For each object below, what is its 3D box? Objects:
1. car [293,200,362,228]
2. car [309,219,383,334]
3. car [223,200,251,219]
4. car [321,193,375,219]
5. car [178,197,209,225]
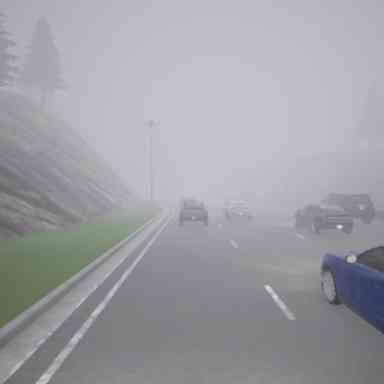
[{"bbox_3d":[7.100,1.397,18.403,1.837,1.490,4.892,0,1,0],"label":"car"},{"bbox_3d":[3.598,1.448,4.899,1.882,1.535,5.008,0,0,0],"label":"car"},{"bbox_3d":[3.560,1.368,26.816,1.812,1.442,4.674,0,0,-1],"label":"car"},{"bbox_3d":[10.595,1.085,23.444,2.150,2.045,5.566,0,1,0],"label":"car"},{"bbox_3d":[0.098,1.360,22.557,2.128,1.511,4.902,0,0,0],"label":"car"}]
